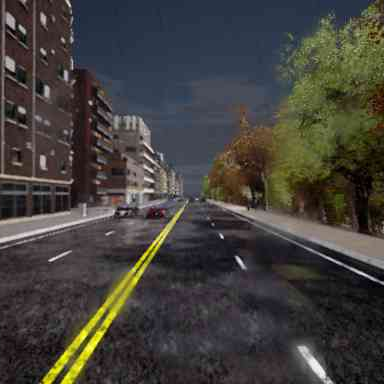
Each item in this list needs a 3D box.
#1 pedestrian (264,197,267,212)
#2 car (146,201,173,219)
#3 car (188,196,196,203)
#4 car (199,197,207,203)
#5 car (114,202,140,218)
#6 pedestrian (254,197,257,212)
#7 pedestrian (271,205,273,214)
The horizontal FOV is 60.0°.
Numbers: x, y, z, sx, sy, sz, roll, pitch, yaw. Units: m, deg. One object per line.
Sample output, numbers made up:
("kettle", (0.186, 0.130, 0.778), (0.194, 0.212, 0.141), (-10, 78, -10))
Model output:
("pedestrian", (8.991, 1.546, 40.866), (0.375, 1.860, 0.375), (0, -1, 0))
("car", (-3.325, 1.891, 33.012), (1.994, 1.385, 4.181), (0, -1, 0))
("car", (-0.009, 2.364, 93.854), (1.882, 1.535, 5.008), (0, -1, 0))
("car", (3.239, 2.399, 94.271), (1.837, 1.490, 4.892), (0, -1, 0))
("car", (-6.568, 1.829, 33.922), (2.128, 1.511, 4.902), (0, -1, 0))
("pedestrian", (8.005, 1.559, 42.066), (0.375, 1.860, 0.375), (0, -1, 0))
("pedestrian", (10.005, 2.121, 41.460), (0.500, 1.100, 0.500), (0, -1, 0))
